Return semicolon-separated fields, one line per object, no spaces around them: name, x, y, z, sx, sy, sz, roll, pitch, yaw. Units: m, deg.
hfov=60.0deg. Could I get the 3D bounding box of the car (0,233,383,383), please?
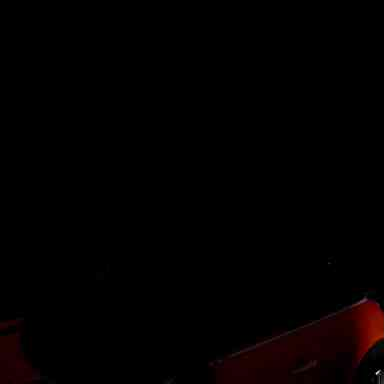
car;-0.199;1.352;2.930;4.553;1.767;2.097;0;0;-36
